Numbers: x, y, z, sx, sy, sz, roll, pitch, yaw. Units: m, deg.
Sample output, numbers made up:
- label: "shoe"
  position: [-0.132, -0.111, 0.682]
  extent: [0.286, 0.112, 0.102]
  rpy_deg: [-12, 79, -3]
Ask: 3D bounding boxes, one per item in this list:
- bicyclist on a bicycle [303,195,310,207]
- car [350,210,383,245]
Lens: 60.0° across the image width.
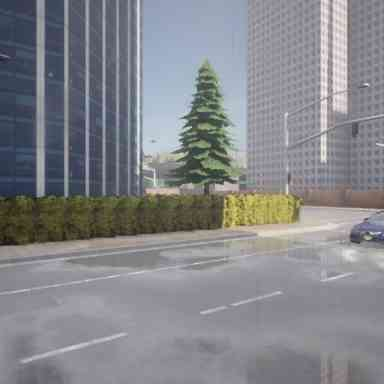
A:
- label: "bicyclist on a bicycle"
  position: [16.302, 1.301, 47.409]
  extent: [1.656, 1.620, 0.582]
  rpy_deg: [0, 0, -35]
- label: "car"
  position: [8.735, 1.526, 14.440]
  extent: [4.674, 1.442, 1.812]
  rpy_deg: [0, 0, -37]
